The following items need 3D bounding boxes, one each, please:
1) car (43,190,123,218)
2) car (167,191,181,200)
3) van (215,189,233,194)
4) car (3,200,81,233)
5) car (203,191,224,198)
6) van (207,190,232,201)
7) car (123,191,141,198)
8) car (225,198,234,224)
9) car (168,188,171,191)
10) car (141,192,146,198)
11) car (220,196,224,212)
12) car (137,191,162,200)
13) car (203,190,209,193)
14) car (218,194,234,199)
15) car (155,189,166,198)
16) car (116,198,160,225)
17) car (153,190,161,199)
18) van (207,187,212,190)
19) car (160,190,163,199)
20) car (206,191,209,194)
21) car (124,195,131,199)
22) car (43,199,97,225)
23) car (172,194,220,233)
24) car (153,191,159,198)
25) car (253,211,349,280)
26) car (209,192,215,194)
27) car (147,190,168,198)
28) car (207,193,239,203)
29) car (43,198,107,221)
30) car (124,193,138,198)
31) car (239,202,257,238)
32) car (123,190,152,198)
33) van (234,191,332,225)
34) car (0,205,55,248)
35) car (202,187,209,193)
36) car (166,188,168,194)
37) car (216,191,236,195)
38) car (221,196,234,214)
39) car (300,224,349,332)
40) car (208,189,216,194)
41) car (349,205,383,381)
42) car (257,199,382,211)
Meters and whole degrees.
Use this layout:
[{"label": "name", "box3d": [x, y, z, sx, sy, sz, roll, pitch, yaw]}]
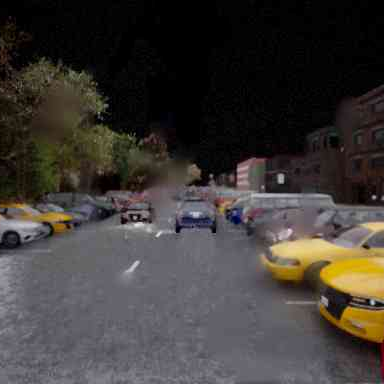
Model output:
[{"label": "car", "box3d": [-8.355, 1.019, 24.729, 5.566, 2.045, 2.435, 0, 1, 0]}, {"label": "car", "box3d": [-3.104, 0.929, 63.467, 1.895, 1.301, 4.718, 0, 1, 1]}, {"label": "van", "box3d": [4.868, 0.899, 32.955, 4.442, 1.987, 1.878, 0, 1, 0]}, {"label": "car", "box3d": [-8.442, 1.359, 16.377, 5.008, 1.535, 2.097, 0, 1, 0]}, {"label": "car", "box3d": [5.029, 0.619, 77.409, 4.674, 1.452, 2.002, -1, 1, 1]}, {"label": "van", "box3d": [5.049, 0.563, 60.724, 4.442, 1.987, 1.878, 0, 1, 0]}, {"label": "car", "box3d": [-8.278, 1.020, 35.867, 4.553, 1.767, 2.185, 0, 1, 0]}, {"label": "car", "box3d": [4.656, 1.276, 19.105, 5.008, 1.535, 2.097, 0, 1, 0]}, {"label": "car", "box3d": [-8.083, 0.414, 74.853, 5.566, 2.045, 2.435, 0, 1, 0]}, {"label": "car", "box3d": [-8.295, 1.113, 38.654, 5.008, 1.535, 2.097, 0, 1, 0]}, {"label": "car", "box3d": [4.695, 1.257, 24.672, 4.674, 1.452, 2.002, 0, 1, 0]}, {"label": "car", "box3d": [-8.095, 0.680, 63.715, 4.553, 1.767, 2.185, 0, 1, 0]}, {"label": "car", "box3d": [4.676, 0.924, 49.721, 5.366, 1.575, 1.946, 0, 1, 0]}, {"label": "car", "box3d": [4.901, 1.182, 27.454, 5.366, 1.575, 1.946, 0, 1, 0]}, {"label": "car", "box3d": [-8.175, 0.591, 60.805, 5.566, 2.045, 2.435, 0, 1, 0]}, {"label": "car", "box3d": [-3.457, 1.361, 22.244, 1.994, 1.385, 4.181, 0, 1, 0]}, {"label": "car", "box3d": [-8.187, 0.911, 55.364, 5.008, 1.535, 2.097, 0, 1, 0]}, {"label": "van", "box3d": [5.014, 0.631, 55.283, 4.442, 1.987, 1.878, 0, 1, 0]}, {"label": "car", "box3d": [-8.349, 0.875, 58.024, 5.366, 1.575, 1.946, 0, 1, 0]}, {"label": "car", "box3d": [4.837, 0.962, 46.937, 4.892, 1.521, 2.231, 0, 1, 0]}, {"label": "car", "box3d": [-8.348, 1.249, 30.301, 4.674, 1.452, 2.002, 0, 1, 0]}, {"label": "car", "box3d": [-8.425, 1.331, 19.162, 4.892, 1.521, 2.231, 0, 1, 0]}, {"label": "car", "box3d": [0.216, 1.172, 18.591, 2.097, 1.767, 4.553, 0, 1, 0]}, {"label": "car", "box3d": [-8.169, 0.975, 52.578, 4.792, 1.488, 2.163, 0, 1, 0]}, {"label": "car", "box3d": [4.402, 1.388, 7.974, 5.366, 1.575, 1.946, 0, 1, 0]}, {"label": "car", "box3d": [4.805, 1.067, 41.371, 4.674, 1.452, 2.002, 0, 1, 0]}, {"label": "car", "box3d": [-8.004, 0.504, 77.639, 4.553, 1.767, 2.185, 0, 1, 0]}, {"label": "car", "box3d": [4.887, 0.893, 52.503, 4.892, 1.521, 2.231, 0, 1, 0]}, {"label": "car", "box3d": [-8.429, 1.330, 21.945, 4.792, 1.488, 2.163, 0, 1, 0]}, {"label": "car", "box3d": [-8.322, 1.178, 33.085, 5.008, 1.535, 2.097, 0, 1, 0]}, {"label": "car", "box3d": [4.618, 1.335, 13.538, 4.892, 1.521, 2.231, 0, 1, 0]}, {"label": "car", "box3d": [-8.246, 0.829, 41.437, 5.566, 2.045, 2.435, 0, 1, 0]}, {"label": "van", "box3d": [4.525, 1.080, 16.320, 4.442, 1.987, 1.878, 0, 1, 0]}, {"label": "car", "box3d": [-8.458, 1.428, 13.592, 4.674, 1.452, 2.002, 0, 1, 0]}, {"label": "car", "box3d": [4.944, 0.571, 58.066, 5.566, 2.045, 2.435, 0, 1, 0]}, {"label": "car", "box3d": [-8.104, 0.576, 71.945, 4.553, 1.767, 2.185, 0, 1, 0]}, {"label": "car", "box3d": [4.765, 1.029, 30.236, 4.553, 1.767, 2.185, 0, 1, 0]}, {"label": "car", "box3d": [4.685, 1.246, 21.888, 5.008, 1.535, 2.097, 0, 1, 0]}, {"label": "car", "box3d": [4.575, 1.418, 5.189, 5.008, 1.535, 2.097, 0, 1, 0]}, {"label": "car", "box3d": [4.856, 0.869, 44.151, 4.553, 1.767, 2.185, 0, 1, 0]}, {"label": "car", "box3d": [4.522, 1.195, 2.404, 5.566, 2.045, 2.435, 0, 1, 0]}, {"label": "car", "box3d": [4.636, 1.238, 10.629, 4.553, 1.767, 2.185, 0, 1, 0]}]
